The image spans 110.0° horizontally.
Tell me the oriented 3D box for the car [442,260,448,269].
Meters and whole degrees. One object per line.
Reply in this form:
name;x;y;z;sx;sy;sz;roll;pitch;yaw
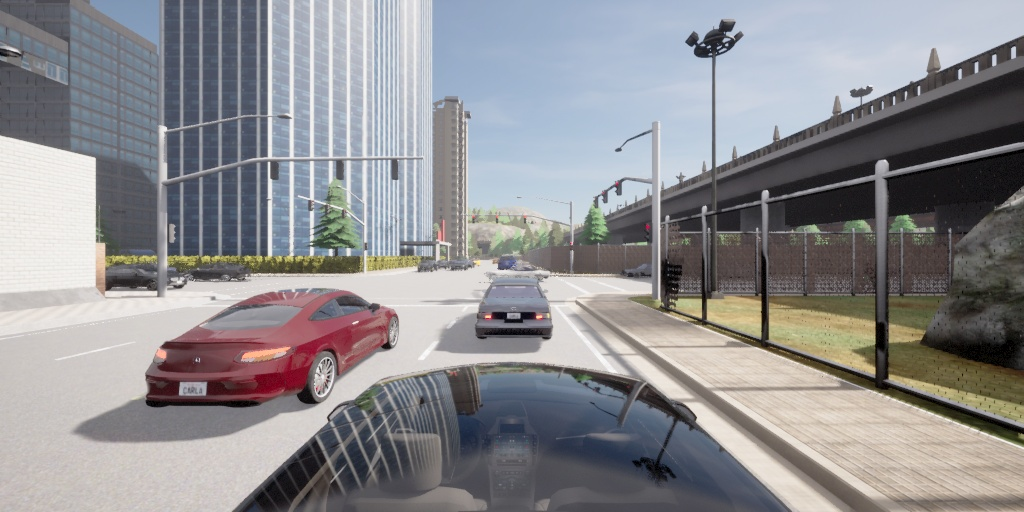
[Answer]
car;-10.690;1.276;54.993;1.812;1.442;4.674;0;0;0

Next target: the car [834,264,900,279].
car;32.300;1.406;32.721;4.718;1.301;1.895;0;0;0

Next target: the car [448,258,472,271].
car;-7.177;1.314;49.527;1.994;1.385;4.181;0;0;0

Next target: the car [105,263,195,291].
car;-22.583;1.331;21.823;4.674;1.442;1.812;0;0;0

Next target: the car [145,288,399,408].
car;-3.449;1.276;6.193;1.812;1.442;4.674;0;0;0

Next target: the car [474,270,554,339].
car;0.079;1.297;10.013;2.033;1.411;5.357;0;0;1

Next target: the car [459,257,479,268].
car;-7.182;1.297;58.765;2.033;1.411;5.357;0;0;0

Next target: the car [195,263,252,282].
car;-23.877;1.310;28.998;4.892;1.490;1.837;0;0;0

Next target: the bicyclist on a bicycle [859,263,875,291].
bicyclist on a bicycle;18.267;1.106;18.188;0.582;1.620;1.656;0;0;0

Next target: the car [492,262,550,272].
car;0.424;1.374;27.401;4.718;1.301;1.895;0;0;-23

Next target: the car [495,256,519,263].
car;-0.407;0.970;43.321;2.150;2.045;5.566;0;0;3

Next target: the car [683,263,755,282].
car;17.118;1.297;29.166;4.902;1.511;2.128;0;0;0

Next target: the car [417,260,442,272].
car;-10.677;1.255;45.754;1.837;1.490;4.892;0;0;0

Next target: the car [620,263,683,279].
car;12.722;1.352;32.648;5.357;1.411;2.033;0;0;0
